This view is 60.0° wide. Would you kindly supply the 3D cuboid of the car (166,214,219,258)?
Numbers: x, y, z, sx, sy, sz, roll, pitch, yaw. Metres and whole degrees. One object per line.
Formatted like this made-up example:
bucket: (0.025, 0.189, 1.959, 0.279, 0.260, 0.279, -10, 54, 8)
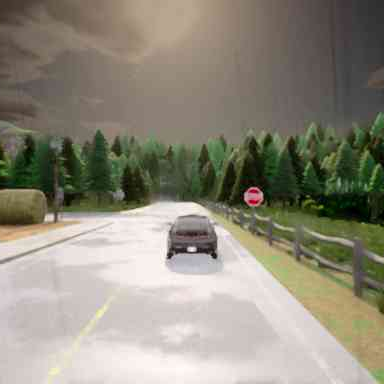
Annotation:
car: (0.018, 1.658, 13.461, 1.837, 1.490, 4.892, 0, 0, 1)
